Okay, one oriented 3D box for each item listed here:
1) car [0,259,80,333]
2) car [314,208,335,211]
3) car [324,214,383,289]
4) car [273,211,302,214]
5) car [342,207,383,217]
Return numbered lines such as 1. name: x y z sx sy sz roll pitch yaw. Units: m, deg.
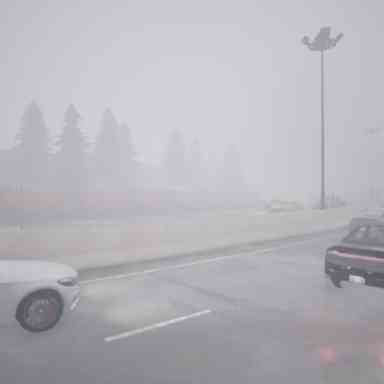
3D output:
1. car: -4.207 1.552 5.202 4.674 1.442 1.812 0 0 -35
2. car: 14.075 1.275 33.692 2.150 2.045 5.566 0 0 35
3. car: 5.083 1.501 8.101 4.902 1.511 2.128 0 0 -40
4. car: 9.591 1.543 33.523 1.882 1.535 5.008 0 0 36
5. car: 9.558 1.547 17.084 1.812 1.442 4.674 0 0 44
